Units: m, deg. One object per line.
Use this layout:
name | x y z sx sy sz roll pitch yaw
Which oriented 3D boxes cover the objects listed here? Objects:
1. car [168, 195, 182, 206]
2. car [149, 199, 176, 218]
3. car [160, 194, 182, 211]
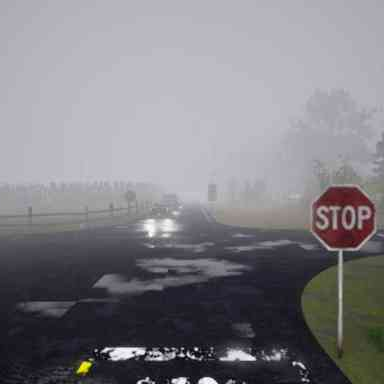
car | -2.765 1.391 54.579 2.097 1.767 4.553 0 0 0
car | -2.812 1.612 30.743 1.895 1.301 4.718 0 0 0
car | -2.797 1.243 42.306 2.150 2.045 5.566 0 0 0
